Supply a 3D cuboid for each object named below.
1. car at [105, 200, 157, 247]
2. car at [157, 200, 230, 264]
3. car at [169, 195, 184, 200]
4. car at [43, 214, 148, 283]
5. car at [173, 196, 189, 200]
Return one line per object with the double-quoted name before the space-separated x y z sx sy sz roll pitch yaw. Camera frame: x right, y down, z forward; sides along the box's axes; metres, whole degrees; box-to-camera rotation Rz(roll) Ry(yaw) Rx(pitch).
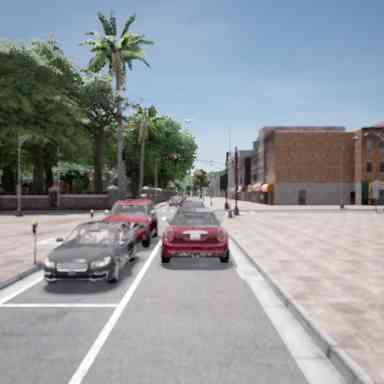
"car" -2.643 1.289 14.933 2.192 1.841 5.009 0 0 0
"car" 0.095 1.330 11.948 2.097 1.767 4.553 0 0 0
"car" -2.654 1.439 53.082 1.967 1.590 4.097 0 0 0
"car" -2.641 1.532 9.470 2.008 1.369 4.403 0 0 0
"car" 0.069 1.320 21.783 2.097 1.767 4.553 0 0 -1
